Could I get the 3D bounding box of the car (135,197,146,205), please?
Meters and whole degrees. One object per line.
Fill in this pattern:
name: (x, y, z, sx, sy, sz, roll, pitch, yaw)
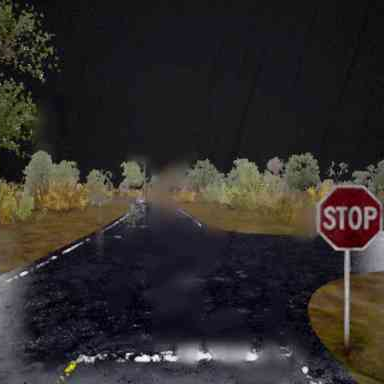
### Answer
car: (-9.569, 1.615, 61.486, 2.128, 1.511, 4.902, 0, 0, -11)
